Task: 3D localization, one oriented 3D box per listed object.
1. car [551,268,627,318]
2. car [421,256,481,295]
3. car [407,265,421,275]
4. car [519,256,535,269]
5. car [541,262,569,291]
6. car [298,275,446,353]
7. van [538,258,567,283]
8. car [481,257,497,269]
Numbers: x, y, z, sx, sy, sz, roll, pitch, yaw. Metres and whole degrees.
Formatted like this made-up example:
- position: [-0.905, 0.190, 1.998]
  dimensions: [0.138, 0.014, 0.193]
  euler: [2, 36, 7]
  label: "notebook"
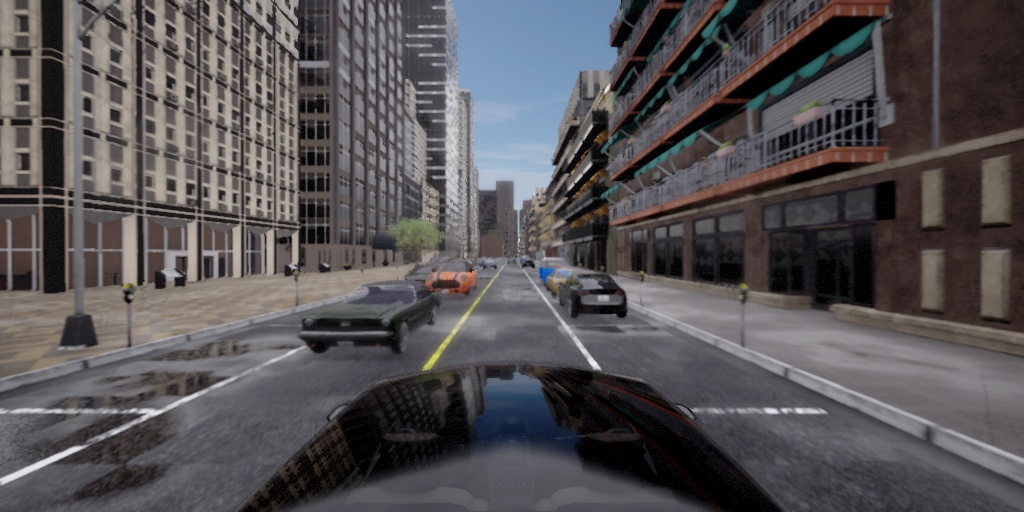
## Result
- position: [2.688, 1.270, 12.618]
  dimensions: [1.948, 1.339, 4.313]
  euler: [0, 0, 0]
  label: "car"
- position: [-3.049, 1.032, 18.919]
  dimensions: [2.097, 1.767, 4.553]
  euler: [0, 0, 1]
  label: "car"
- position: [-5.693, 1.227, 23.664]
  dimensions: [1.948, 1.339, 4.313]
  euler: [0, 0, 0]
  label: "car"
- position: [2.352, 1.067, 52.651]
  dimensions: [1.837, 1.490, 4.892]
  euler: [0, 0, 0]
  label: "car"
- position: [2.688, 1.207, 18.311]
  dimensions: [1.751, 1.417, 4.829]
  euler: [0, 0, 0]
  label: "car"
- position: [-3.094, 1.321, 8.890]
  dimensions: [1.895, 1.301, 4.718]
  euler: [0, 0, 0]
  label: "car"
- position: [2.688, 1.002, 23.664]
  dimensions: [1.690, 1.789, 3.998]
  euler: [0, 0, 0]
  label: "van"
- position: [-3.079, 1.097, 50.158]
  dimensions: [1.812, 1.442, 4.674]
  euler: [0, 0, 0]
  label: "car"
